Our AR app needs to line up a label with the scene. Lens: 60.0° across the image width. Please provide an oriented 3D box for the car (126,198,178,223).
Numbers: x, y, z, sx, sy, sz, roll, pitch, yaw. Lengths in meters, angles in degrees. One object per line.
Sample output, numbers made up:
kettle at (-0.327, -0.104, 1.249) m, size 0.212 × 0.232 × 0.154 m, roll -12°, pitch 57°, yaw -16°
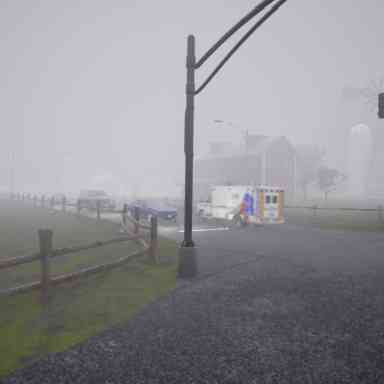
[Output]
car at (-2.815, 1.201, 22.738) m, size 1.882 × 1.535 × 5.008 m, roll 1°, pitch 0°, yaw -36°

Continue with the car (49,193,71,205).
car at (-17.014, 0.912, 42.640) m, size 1.837 × 1.490 × 4.892 m, roll 1°, pitch 0°, yaw -35°

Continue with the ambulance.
ambulance at (2.791, 0.886, 21.100) m, size 2.351 × 2.431 × 6.366 m, roll 1°, pitch 0°, yaw -36°

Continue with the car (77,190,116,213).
car at (-9.172, 0.805, 31.642) m, size 2.150 × 2.045 × 5.566 m, roll 1°, pitch 0°, yaw -36°
